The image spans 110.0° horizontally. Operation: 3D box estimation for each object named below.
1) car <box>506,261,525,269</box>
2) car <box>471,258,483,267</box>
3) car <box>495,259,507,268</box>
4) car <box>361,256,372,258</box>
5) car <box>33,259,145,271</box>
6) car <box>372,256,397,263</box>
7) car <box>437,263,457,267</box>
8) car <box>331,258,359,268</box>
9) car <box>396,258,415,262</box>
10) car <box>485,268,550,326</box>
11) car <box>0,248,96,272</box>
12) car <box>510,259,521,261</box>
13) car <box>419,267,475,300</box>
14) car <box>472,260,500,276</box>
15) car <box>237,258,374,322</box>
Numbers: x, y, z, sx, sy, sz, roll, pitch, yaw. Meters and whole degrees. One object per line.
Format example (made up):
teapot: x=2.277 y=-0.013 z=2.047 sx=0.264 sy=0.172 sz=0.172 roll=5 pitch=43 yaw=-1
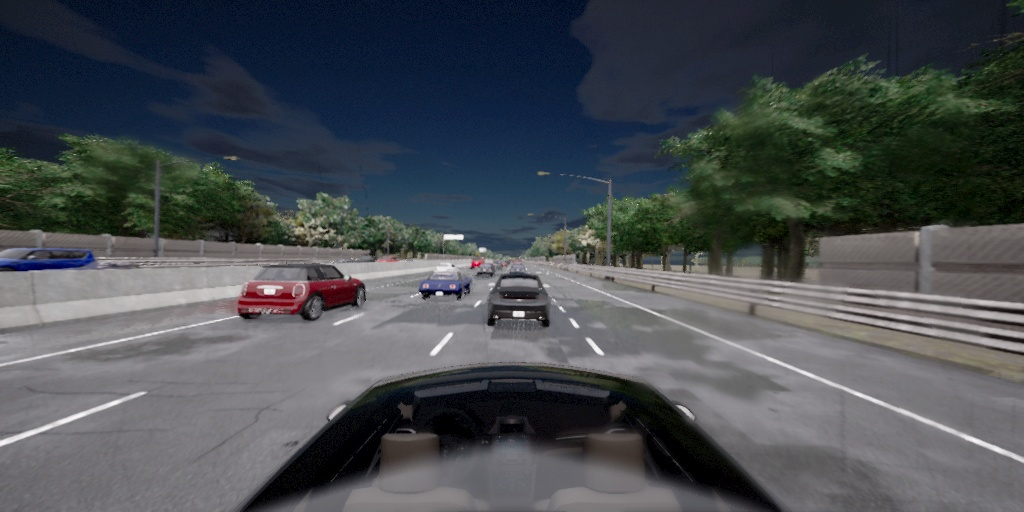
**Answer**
car: x=0.678 y=1.622 z=41.810 sx=2.033 sy=1.411 sz=5.357 roll=1 pitch=0 yaw=1
car: x=-6.019 y=1.355 z=64.114 sx=2.150 sy=2.045 sz=5.566 roll=1 pitch=-1 yaw=1
car: x=-2.525 y=1.698 z=63.990 sx=2.128 sy=1.511 sz=4.902 roll=1 pitch=-1 yaw=1
car: x=-23.601 y=0.947 z=58.691 sx=2.150 sy=2.045 sz=5.566 roll=1 pitch=0 yaw=1
car: x=-24.169 y=0.982 z=21.260 sx=1.895 sy=1.301 sz=4.718 roll=1 pitch=0 yaw=1
car: x=-20.118 y=1.012 z=58.167 sx=2.150 sy=2.045 sz=5.566 roll=1 pitch=-1 yaw=1
car: x=-6.414 y=1.394 z=35.161 sx=1.812 sy=1.442 sz=4.674 roll=1 pitch=0 yaw=1
car: x=-27.117 y=1.127 z=58.278 sx=2.128 sy=1.511 sz=4.902 roll=1 pitch=-1 yaw=1
car: x=-16.637 y=1.417 z=58.200 sx=1.994 sy=1.385 sz=4.181 roll=1 pitch=-1 yaw=1
car: x=0.230 y=1.335 z=12.091 sx=1.837 sy=1.490 sz=4.892 roll=1 pitch=0 yaw=1
car: x=-27.668 y=0.526 z=20.698 sx=2.150 sy=2.045 sz=5.566 roll=1 pitch=-1 yaw=2
car: x=0.974 y=1.758 z=63.918 sx=1.882 sy=1.535 sz=5.008 roll=1 pitch=-1 yaw=1
car: x=-3.171 y=1.403 z=18.122 sx=1.895 sy=1.301 sz=4.718 roll=1 pitch=0 yaw=1
car: x=-2.843 y=1.534 z=40.182 sx=2.033 sy=1.411 sz=5.357 roll=1 pitch=0 yaw=1
car: x=-6.764 y=1.033 z=12.184 sx=2.097 sy=1.767 sz=4.553 roll=1 pitch=0 yaw=1
